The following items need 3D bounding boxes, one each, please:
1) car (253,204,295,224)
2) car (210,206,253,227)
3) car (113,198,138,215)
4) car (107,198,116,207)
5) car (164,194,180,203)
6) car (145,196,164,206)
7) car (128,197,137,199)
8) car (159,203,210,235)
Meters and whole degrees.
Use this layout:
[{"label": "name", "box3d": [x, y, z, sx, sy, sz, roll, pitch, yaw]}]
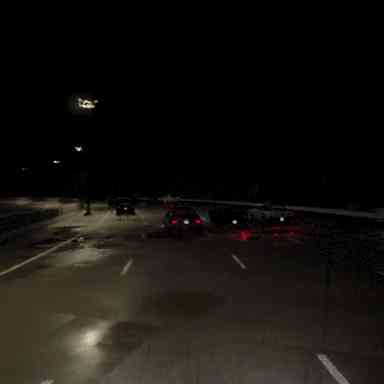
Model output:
[{"label": "car", "box3d": [5.730, 1.545, 24.613, 1.895, 1.301, 4.718, -1, 0, -8]}, {"label": "car", "box3d": [2.368, 1.590, 23.038, 1.895, 1.301, 4.718, -1, 0, -8]}, {"label": "car", "box3d": [-7.387, 1.701, 36.780, 1.994, 1.385, 4.181, -1, 0, -13]}, {"label": "car", "box3d": [-13.653, 1.722, 58.235, 1.882, 1.535, 5.008, 0, 0, -20]}, {"label": "car", "box3d": [-4.095, 1.337, 63.173, 2.150, 2.045, 5.566, 0, 0, -22]}, {"label": "car", "box3d": [-7.154, 1.721, 60.643, 1.994, 1.385, 4.181, -1, 0, -21]}, {"label": "car", "box3d": [-11.216, 1.720, 61.679, 1.837, 1.490, 4.892, 0, 0, -22]}, {"label": "car", "box3d": [-0.627, 1.575, 19.196, 2.033, 1.411, 5.357, -1, 0, -8]}]
